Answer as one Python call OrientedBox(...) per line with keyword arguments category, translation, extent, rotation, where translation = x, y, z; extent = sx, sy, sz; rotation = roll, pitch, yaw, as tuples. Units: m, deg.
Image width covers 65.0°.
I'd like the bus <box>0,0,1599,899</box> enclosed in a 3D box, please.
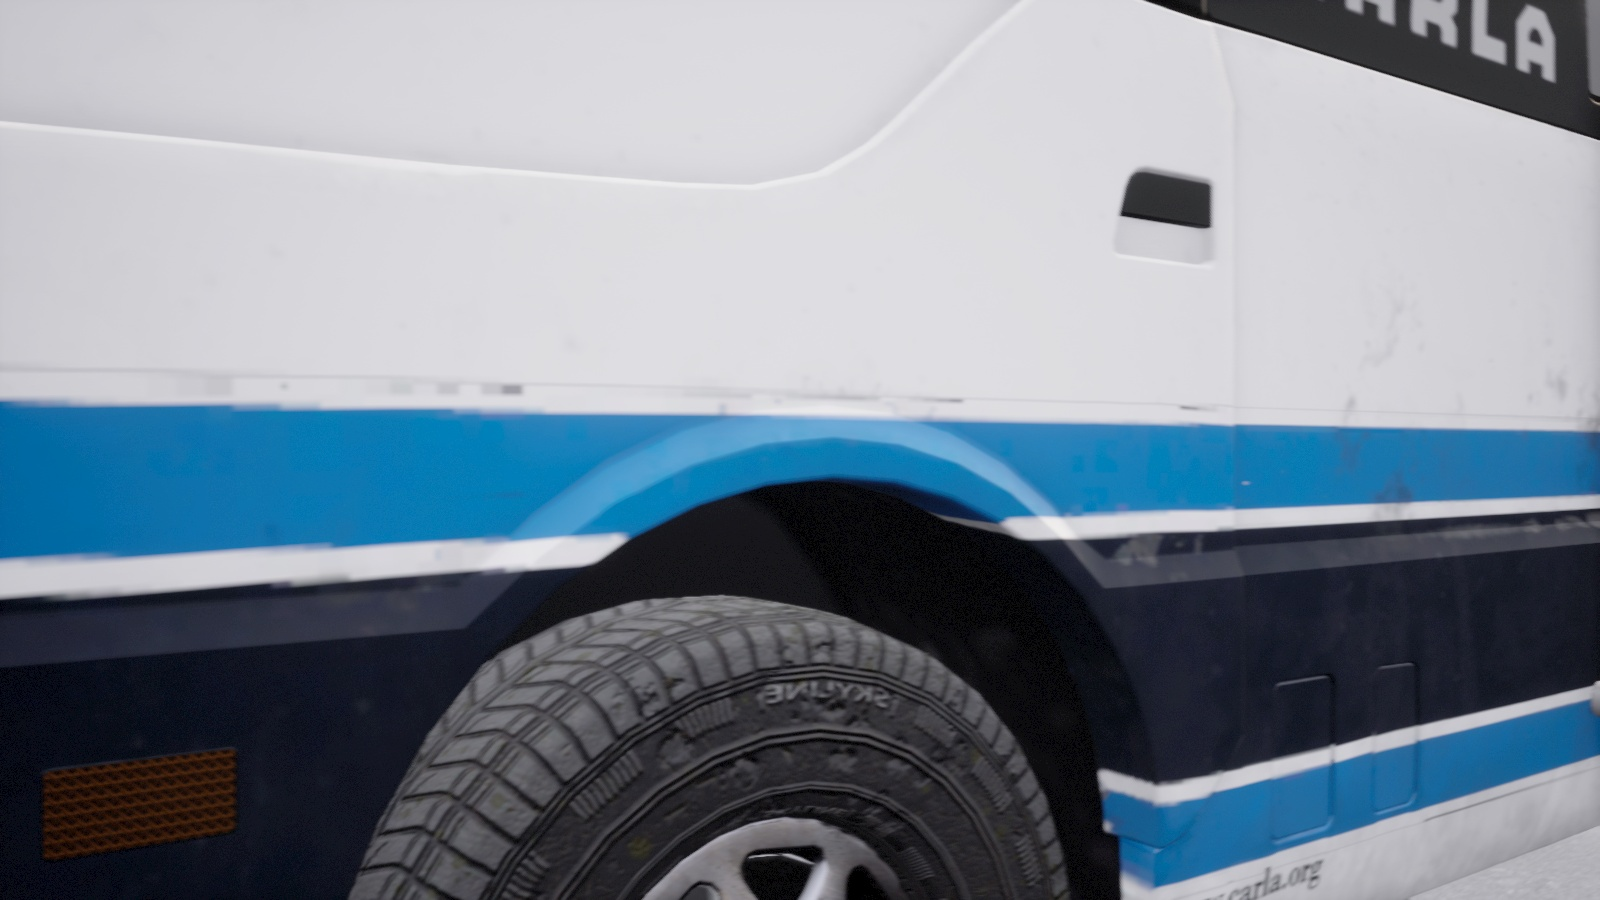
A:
OrientedBox(category="bus", translation=(1.534, -0.624, 4.733), extent=(10.273, 4.253, 3.944), rotation=(0, 0, -35))
